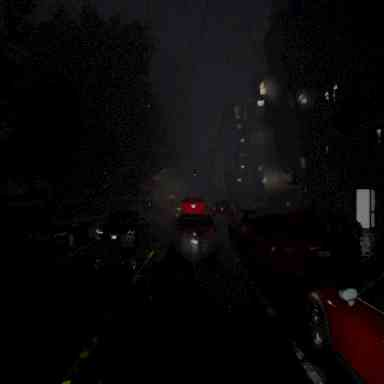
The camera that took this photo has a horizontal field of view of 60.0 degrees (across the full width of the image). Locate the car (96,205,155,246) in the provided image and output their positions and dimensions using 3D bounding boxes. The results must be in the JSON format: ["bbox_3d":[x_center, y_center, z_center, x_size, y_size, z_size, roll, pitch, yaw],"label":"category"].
[{"bbox_3d":[-3.091,1.564,15.623,1.837,1.490,4.892,0,0,0],"label":"car"}]

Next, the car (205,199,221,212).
[{"bbox_3d":[2.720,1.700,43.094,1.752,1.417,4.829,0,0,0],"label":"car"}]

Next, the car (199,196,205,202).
[{"bbox_3d":[2.756,1.939,92.194,1.752,1.417,4.829,0,0,0],"label":"car"}]

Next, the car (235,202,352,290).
[{"bbox_3d":[2.694,1.350,9.142,2.192,1.841,5.009,0,0,0],"label":"car"}]

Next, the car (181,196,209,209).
[{"bbox_3d":[0.121,1.341,30.994,2.150,2.045,5.566,0,0,0],"label":"car"}]

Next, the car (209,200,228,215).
[{"bbox_3d":[2.711,1.564,31.662,1.967,1.590,4.097,0,0,0],"label":"car"}]

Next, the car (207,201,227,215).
[{"bbox_3d":[2.716,1.714,37.292,1.947,1.339,4.313,0,0,0],"label":"car"}]

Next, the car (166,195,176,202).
[{"bbox_3d":[-5.629,1.699,86.496,2.192,1.841,5.009,0,0,0],"label":"car"}]

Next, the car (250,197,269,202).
[{"bbox_3d":[14.667,1.889,69.906,5.009,1.841,2.192,1,-1,0],"label":"car"}]

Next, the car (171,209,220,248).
[{"bbox_3d":[0.107,1.658,15.101,1.895,1.301,4.718,0,0,0],"label":"car"}]

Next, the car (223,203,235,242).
[{"bbox_3d":[2.699,1.496,14.772,1.967,1.590,4.097,0,0,0],"label":"car"}]

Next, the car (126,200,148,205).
[{"bbox_3d":[-5.669,1.648,31.498,1.752,1.417,4.829,0,0,0],"label":"car"}]

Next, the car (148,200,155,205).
[{"bbox_3d":[-5.664,1.698,37.298,2.008,1.369,4.403,0,0,0],"label":"car"}]

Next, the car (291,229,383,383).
[{"bbox_3d":[2.690,1.454,3.511,1.967,1.590,4.097,0,0,0],"label":"car"}]

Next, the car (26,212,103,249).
[{"bbox_3d":[-5.681,1.606,14.777,2.008,1.369,4.403,0,0,0],"label":"car"}]
